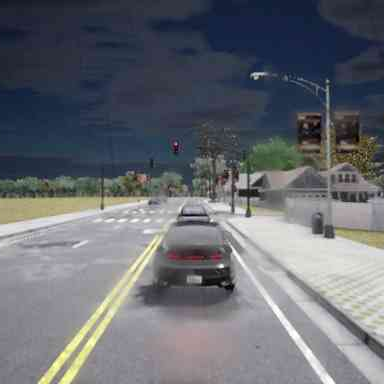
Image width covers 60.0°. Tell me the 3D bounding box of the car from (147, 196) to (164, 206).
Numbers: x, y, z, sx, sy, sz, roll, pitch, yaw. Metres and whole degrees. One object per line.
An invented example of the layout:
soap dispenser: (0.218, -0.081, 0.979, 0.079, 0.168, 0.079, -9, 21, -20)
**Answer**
car: (-6.623, 1.661, 58.449, 2.033, 1.411, 5.357, 0, 0, 0)

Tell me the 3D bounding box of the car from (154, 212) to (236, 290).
car: (0.074, 1.527, 9.122, 1.837, 1.490, 4.892, 0, 0, 1)

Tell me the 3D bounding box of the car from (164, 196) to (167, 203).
car: (-6.574, 1.629, 73.923, 1.882, 1.535, 5.008, 0, 0, 0)

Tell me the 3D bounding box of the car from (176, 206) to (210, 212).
car: (0.055, 1.538, 19.394, 2.128, 1.511, 4.902, 0, 0, -2)
